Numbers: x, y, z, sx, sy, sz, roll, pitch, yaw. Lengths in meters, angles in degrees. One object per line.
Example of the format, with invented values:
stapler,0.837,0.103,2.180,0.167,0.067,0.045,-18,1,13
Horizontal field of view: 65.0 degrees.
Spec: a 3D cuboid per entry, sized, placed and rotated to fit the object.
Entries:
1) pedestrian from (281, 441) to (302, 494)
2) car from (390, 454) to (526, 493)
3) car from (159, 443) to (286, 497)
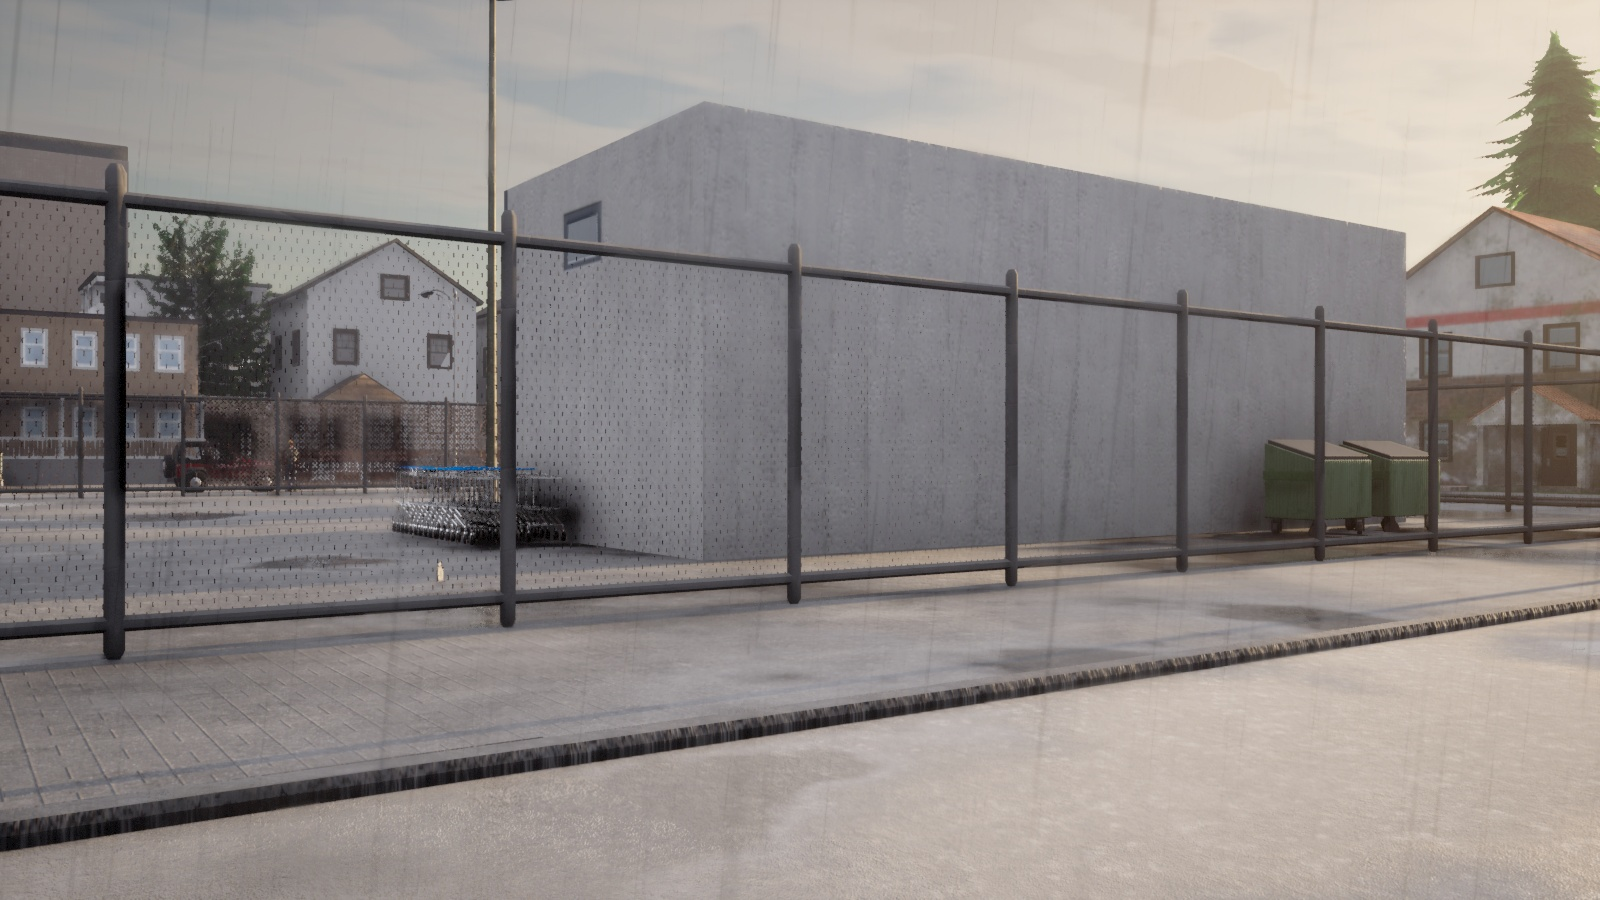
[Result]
pedestrian,-17.733,0.593,43.809,0.706,1.836,0.354,0,0,37
car,-13.605,0.901,50.073,4.892,1.490,1.837,0,0,-33
car,-20.718,0.695,45.078,3.866,1.878,1.905,0,0,-34
